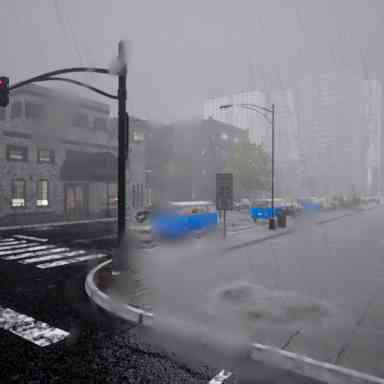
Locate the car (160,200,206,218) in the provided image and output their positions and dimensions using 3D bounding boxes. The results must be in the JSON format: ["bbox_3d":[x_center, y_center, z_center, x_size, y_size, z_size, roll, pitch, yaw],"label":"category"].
[{"bbox_3d":[-0.755,1.558,31.383,1.752,1.417,4.829,0,0,35],"label":"car"}]

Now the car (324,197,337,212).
[{"bbox_3d":[15.795,1.671,40.412,1.752,1.417,4.829,0,0,35],"label":"car"}]

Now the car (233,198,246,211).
[{"bbox_3d":[5.677,1.507,40.570,1.967,1.590,4.097,0,0,35],"label":"car"}]

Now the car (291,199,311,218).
[{"bbox_3d":[9.363,1.656,31.225,1.887,1.381,4.507,0,0,35],"label":"car"}]

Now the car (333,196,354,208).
[{"bbox_3d":[22.032,1.497,49.320,2.192,1.841,5.009,0,0,35],"label":"car"}]

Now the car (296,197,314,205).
[{"bbox_3d":[21.508,1.706,63.187,1.887,1.381,4.507,0,0,35],"label":"car"}]

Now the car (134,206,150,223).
[{"bbox_3d":[-2.183,1.540,24.823,1.837,1.490,4.892,1,0,35],"label":"car"}]

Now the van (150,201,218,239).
[{"bbox_3d":[-0.135,1.407,17.655,1.690,1.788,3.998,0,0,35],"label":"van"}]

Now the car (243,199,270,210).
[{"bbox_3d":[8.842,1.629,45.094,1.887,1.381,4.507,0,0,35],"label":"car"}]

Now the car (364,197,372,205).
[{"bbox_3d":[34.696,1.810,67.414,1.887,1.381,4.507,0,0,35],"label":"car"}]

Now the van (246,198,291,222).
[{"bbox_3d":[6.198,1.436,26.702,1.690,1.788,3.998,0,0,35],"label":"van"}]

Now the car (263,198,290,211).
[{"bbox_3d":[11.182,1.611,43.844,1.837,1.490,4.892,0,-1,35],"label":"car"}]

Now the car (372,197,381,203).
[{"bbox_3d":[44.196,1.900,80.984,1.947,1.339,4.313,0,0,35],"label":"car"}]

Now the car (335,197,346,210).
[{"bbox_3d":[18.863,1.729,44.796,1.947,1.339,4.313,0,0,35],"label":"car"}]

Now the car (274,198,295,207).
[{"bbox_3d":[15.175,1.666,54.140,1.887,1.381,4.507,0,0,35],"label":"car"}]

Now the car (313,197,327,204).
[{"bbox_3d":[27.744,1.729,72.095,1.752,1.417,4.829,0,0,35],"label":"car"}]

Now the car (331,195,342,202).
[{"bbox_3d":[37.341,1.713,85.805,1.967,1.590,4.097,0,0,35],"label":"car"}]

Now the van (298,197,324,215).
[{"bbox_3d":[12.531,1.469,35.749,1.690,1.788,3.998,0,0,35],"label":"van"}]

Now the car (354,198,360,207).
[{"bbox_3d":[25.198,1.517,53.844,2.192,1.841,5.009,0,0,35],"label":"car"}]

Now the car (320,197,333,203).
[{"bbox_3d":[31.007,1.792,76.758,1.947,1.339,4.313,0,0,35],"label":"car"}]

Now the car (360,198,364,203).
[{"bbox_3d":[28.461,1.748,58.506,1.752,1.417,4.829,0,0,35],"label":"car"}]
